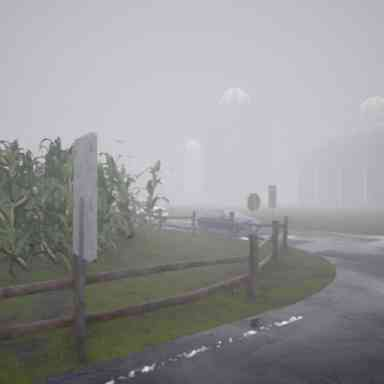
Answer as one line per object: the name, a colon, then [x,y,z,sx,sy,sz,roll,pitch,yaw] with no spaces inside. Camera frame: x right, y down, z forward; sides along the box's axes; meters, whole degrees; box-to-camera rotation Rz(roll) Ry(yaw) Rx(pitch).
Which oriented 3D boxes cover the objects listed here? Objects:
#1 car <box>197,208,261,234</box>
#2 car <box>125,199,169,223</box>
car: [2.151,1.758,20.648,1.812,1.442,4.674,0,-1,-36]
car: [-4.277,1.631,29.210,2.150,2.045,5.566,0,-1,-37]
